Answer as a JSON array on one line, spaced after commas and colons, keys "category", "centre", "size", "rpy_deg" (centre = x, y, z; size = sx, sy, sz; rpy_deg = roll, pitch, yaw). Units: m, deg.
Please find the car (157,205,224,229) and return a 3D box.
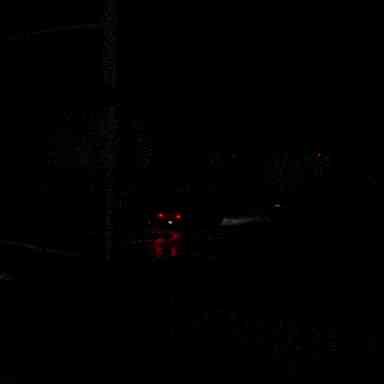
[{"category": "car", "centre": [0.073, 1.457, 20.241], "size": [1.895, 1.301, 4.718], "rpy_deg": [1, -1, 35]}]
